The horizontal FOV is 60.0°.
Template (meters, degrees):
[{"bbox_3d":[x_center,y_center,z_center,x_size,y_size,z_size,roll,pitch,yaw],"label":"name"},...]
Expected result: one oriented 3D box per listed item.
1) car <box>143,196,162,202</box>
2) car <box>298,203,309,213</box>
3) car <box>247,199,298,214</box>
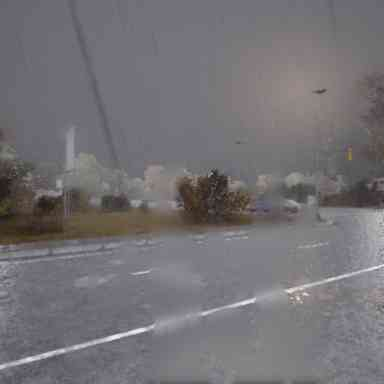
[{"bbox_3d":[-8.675,1.527,72.273,2.033,1.411,5.357,0,0,-38],"label":"car"},{"bbox_3d":[10.628,1.518,36.837,1.812,1.442,4.674,0,0,-39],"label":"car"},{"bbox_3d":[7.843,1.543,34.684,2.033,1.411,5.357,0,0,-39],"label":"car"}]
